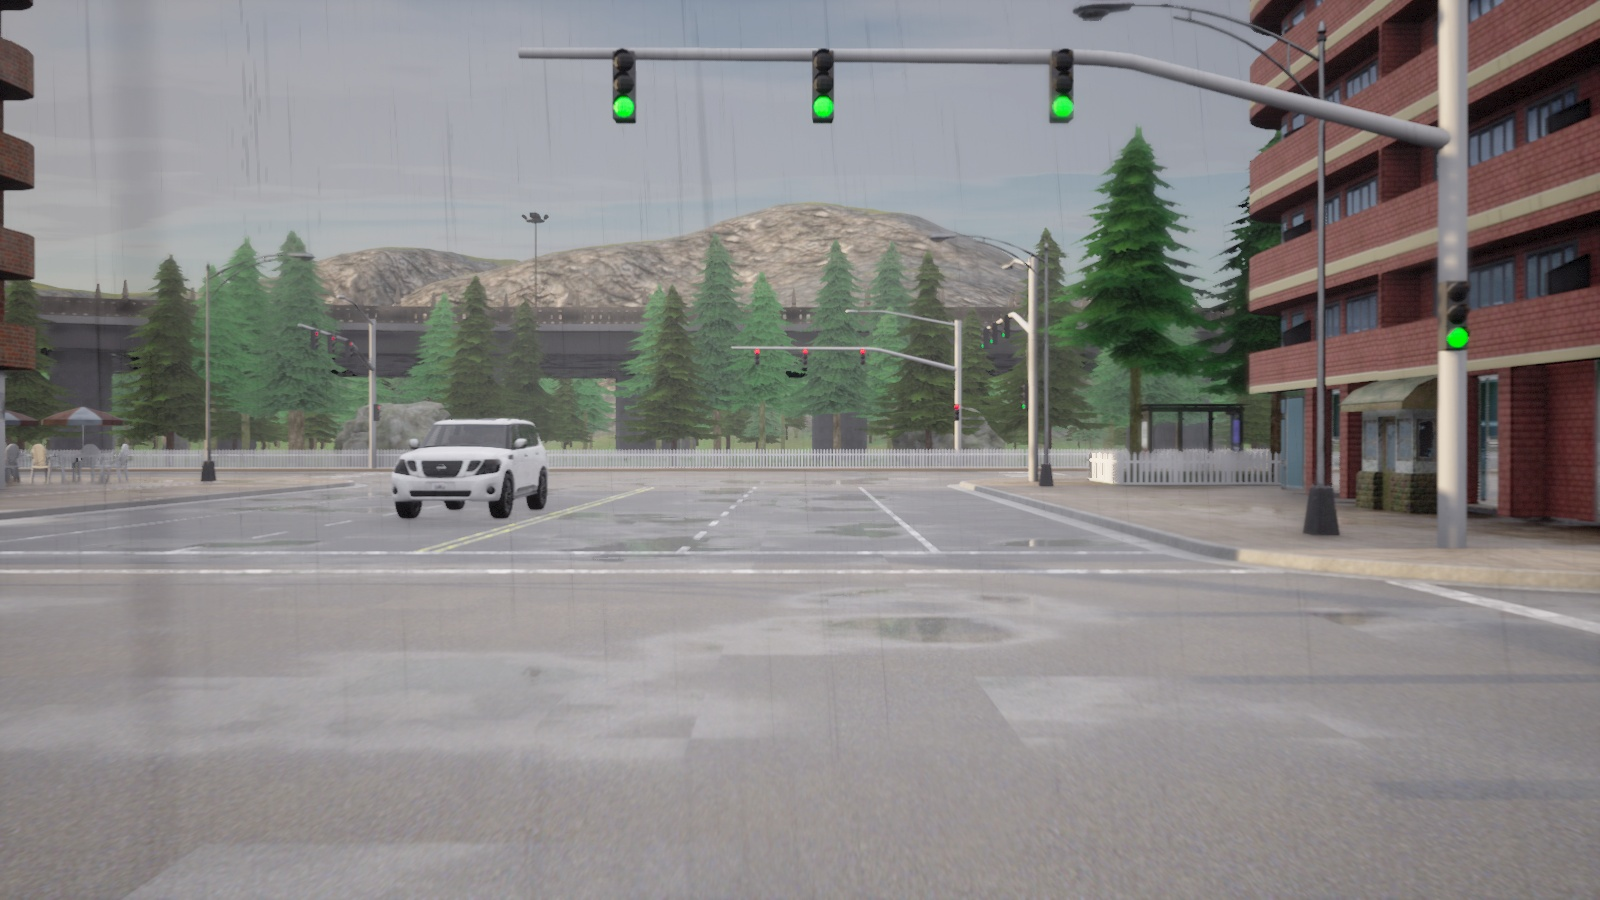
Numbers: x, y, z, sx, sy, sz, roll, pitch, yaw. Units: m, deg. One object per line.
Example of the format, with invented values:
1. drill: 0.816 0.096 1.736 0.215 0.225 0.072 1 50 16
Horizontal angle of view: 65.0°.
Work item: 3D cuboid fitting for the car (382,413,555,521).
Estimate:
1. car: -6.833 0.311 26.591 2.150 2.045 5.566 0 0 0
